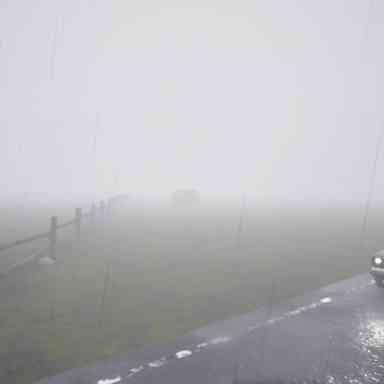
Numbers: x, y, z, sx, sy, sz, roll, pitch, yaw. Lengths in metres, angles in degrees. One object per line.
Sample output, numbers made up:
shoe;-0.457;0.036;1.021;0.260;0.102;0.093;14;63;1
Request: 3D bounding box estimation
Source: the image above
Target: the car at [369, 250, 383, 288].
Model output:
car;6.129;1.562;8.026;4.718;1.301;1.895;0;0;-40
